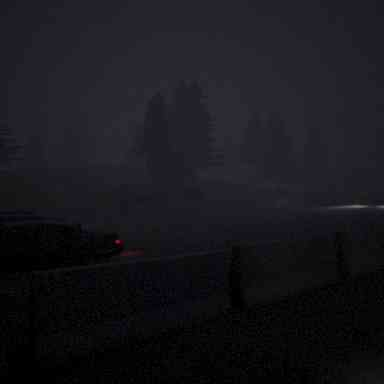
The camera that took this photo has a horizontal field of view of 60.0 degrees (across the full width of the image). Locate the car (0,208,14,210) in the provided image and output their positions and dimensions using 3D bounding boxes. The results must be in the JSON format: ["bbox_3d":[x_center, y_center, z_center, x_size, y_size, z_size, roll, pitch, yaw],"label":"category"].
[{"bbox_3d":[-8.471,1.531,15.143,5.357,1.411,2.033,-1,0,-35],"label":"car"}]

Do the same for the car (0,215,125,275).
[{"bbox_3d":[-4.642,1.533,9.276,5.357,1.411,2.033,-1,0,-35],"label":"car"}]

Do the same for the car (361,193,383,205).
[{"bbox_3d":[23.352,0.828,42.082,4.902,1.511,2.128,-1,1,-35],"label":"car"}]

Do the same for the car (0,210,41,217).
[{"bbox_3d":[-6.718,1.533,12.095,5.357,1.411,2.033,-1,0,-35],"label":"car"}]

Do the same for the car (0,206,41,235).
[{"bbox_3d":[-10.622,1.549,17.904,4.181,1.385,1.994,-1,0,-35],"label":"car"}]
